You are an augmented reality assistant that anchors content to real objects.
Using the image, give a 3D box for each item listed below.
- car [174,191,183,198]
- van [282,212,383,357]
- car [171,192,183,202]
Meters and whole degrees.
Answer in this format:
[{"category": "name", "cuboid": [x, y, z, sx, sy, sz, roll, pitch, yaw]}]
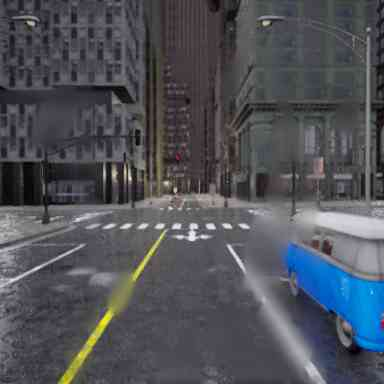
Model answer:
[{"category": "car", "cuboid": [-3.273, 0.636, 83.785, 2.097, 1.767, 4.553, 0, 0, 0]}, {"category": "van", "cuboid": [2.855, 1.325, 5.852, 1.690, 1.788, 3.998, 0, 0, 0]}, {"category": "car", "cuboid": [-3.176, 1.104, 68.214, 2.097, 1.767, 4.553, 0, 0, 0]}]
